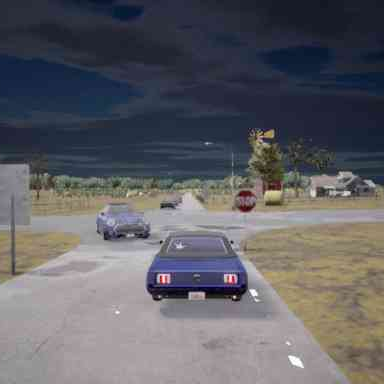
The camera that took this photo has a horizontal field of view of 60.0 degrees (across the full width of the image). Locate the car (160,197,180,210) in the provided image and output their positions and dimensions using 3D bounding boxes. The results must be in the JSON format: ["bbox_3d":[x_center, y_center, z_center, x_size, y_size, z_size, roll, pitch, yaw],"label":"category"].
[{"bbox_3d":[-3.034,1.609,42.974,1.895,1.301,4.718,0,0,2],"label":"car"}]

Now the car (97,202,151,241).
[{"bbox_3d":[-3.552,1.350,16.851,2.097,1.767,4.553,0,0,-22],"label":"car"}]

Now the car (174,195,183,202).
[{"bbox_3d":[-3.142,1.565,77.042,1.837,1.490,4.892,0,0,0],"label":"car"}]

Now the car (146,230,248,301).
[{"bbox_3d":[0.109,1.598,8.253,1.895,1.301,4.718,0,0,0],"label":"car"}]

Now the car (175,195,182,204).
[{"bbox_3d":[-3.048,1.528,54.732,1.837,1.490,4.892,0,-1,0],"label":"car"}]
